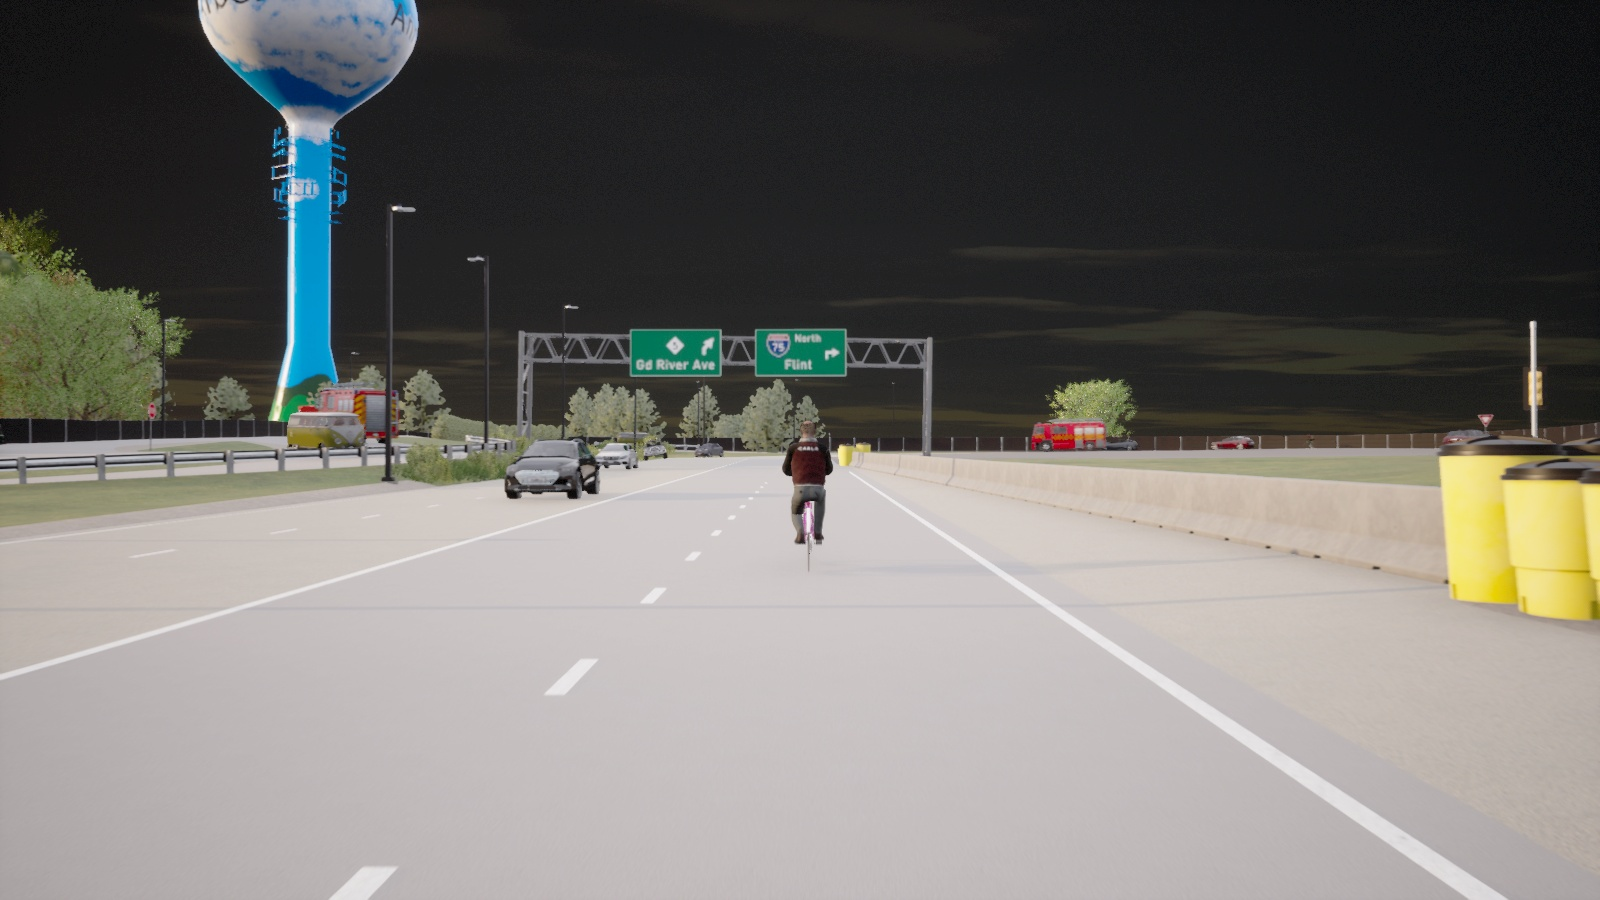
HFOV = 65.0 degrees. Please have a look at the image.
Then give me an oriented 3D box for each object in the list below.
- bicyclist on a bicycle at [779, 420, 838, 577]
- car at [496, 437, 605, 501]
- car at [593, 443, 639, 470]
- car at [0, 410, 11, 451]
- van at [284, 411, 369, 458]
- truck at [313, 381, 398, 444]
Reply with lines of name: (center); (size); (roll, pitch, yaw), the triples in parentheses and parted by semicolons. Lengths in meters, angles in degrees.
bicyclist on a bicycle: (0.101, 0.536, 15.099); (0.659, 1.776, 1.843); (0, 1, 0)
car: (-6.789, 0.474, 34.706); (2.033, 1.649, 4.856); (0, 0, 0)
car: (-10.096, 0.333, 69.221); (1.812, 1.442, 4.674); (0, 0, 0)
car: (-42.609, -0.975, 62.687); (5.566, 2.045, 2.150); (1, 3, 15)
van: (-21.076, -0.734, 55.853); (4.442, 1.987, 1.775); (2, 3, 44)
truck: (-28.725, -2.419, 80.962); (2.891, 3.827, 8.468); (0, 2, -36)
